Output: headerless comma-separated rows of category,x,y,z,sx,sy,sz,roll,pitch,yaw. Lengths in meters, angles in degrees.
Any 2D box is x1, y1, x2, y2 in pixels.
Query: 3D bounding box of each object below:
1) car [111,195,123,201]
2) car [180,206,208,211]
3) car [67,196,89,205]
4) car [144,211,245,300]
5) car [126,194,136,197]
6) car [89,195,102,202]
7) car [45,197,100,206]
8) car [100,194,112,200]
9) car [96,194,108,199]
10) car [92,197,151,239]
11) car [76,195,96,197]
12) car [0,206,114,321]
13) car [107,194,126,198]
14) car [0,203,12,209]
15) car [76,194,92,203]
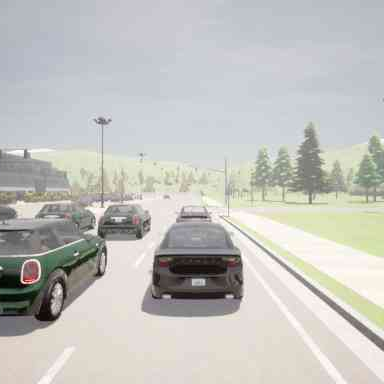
car,-19.645,1.477,87.243,1.882,1.535,5.008,0,0,0
car,0.096,1.491,17.896,2.128,1.511,4.902,0,0,0
car,-20.042,1.505,58.905,1.837,1.490,4.892,0,0,5
car,0.112,1.478,8.478,1.882,1.535,5.008,0,0,0
car,-16.151,1.355,83.759,2.097,1.767,4.553,0,0,0
car,-23.157,1.552,79.806,1.994,1.385,4.181,0,0,0
car,-6.919,1.352,18.531,2.097,1.767,4.553,0,0,0
car,-23.141,1.355,89.966,2.097,1.767,4.553,0,0,0
car,-19.669,1.552,72.447,1.994,1.385,4.181,0,0,0
car,-3.415,1.352,17.551,2.097,1.767,4.553,0,0,0
car,-16.022,1.525,49.114,1.812,1.442,4.674,0,0,-2
car,-3.389,1.352,7.428,2.097,1.767,4.553,0,0,0
car,-16.170,1.500,71.721,1.837,1.490,4.892,0,0,0
car,-15.206,1.564,25.431,1.994,1.385,4.181,0,0,-1
car,-23.170,1.355,71.476,2.097,1.767,4.553,0,0,0
